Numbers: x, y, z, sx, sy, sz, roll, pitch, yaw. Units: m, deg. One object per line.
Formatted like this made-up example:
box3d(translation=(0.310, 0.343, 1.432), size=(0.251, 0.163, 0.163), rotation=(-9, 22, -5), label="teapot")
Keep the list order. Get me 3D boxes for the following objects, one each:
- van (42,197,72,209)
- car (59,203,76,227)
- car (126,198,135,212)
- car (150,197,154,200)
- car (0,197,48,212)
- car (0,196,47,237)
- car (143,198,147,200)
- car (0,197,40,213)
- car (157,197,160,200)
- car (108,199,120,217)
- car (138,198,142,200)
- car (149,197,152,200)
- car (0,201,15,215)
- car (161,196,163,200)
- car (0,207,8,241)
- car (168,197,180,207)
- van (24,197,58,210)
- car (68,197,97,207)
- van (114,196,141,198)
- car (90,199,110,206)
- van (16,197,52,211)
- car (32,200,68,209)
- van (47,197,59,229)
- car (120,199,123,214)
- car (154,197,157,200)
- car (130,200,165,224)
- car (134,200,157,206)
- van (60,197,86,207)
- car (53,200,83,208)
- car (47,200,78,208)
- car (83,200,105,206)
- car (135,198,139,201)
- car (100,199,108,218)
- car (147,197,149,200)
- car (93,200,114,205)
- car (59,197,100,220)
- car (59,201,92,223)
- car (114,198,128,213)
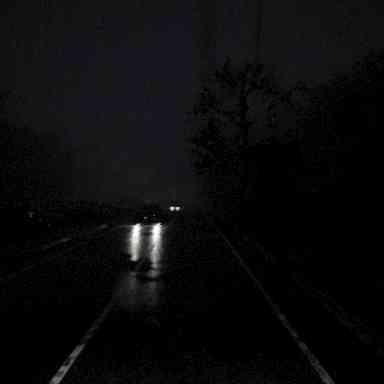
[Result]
box3d(translation=(-23.286, 1.862, 57.553), size=(4.442, 1.987, 1.878), rotation=(0, -1, 0), label="van")
box3d(translation=(-10.322, 1.597, 21.384), size=(4.674, 1.452, 2.002), rotation=(0, -1, 0), label="car")
box3d(translation=(-10.131, 1.839, 40.816), size=(5.366, 1.575, 1.946), rotation=(0, -1, 0), label="car")
box3d(translation=(-10.499, 2.185, 63.015), size=(5.366, 1.575, 1.946), rotation=(0, -1, 0), label="car")
box3d(translation=(-23.368, 1.672, 46.459), size=(5.566, 2.045, 2.435), rotation=(0, -1, 0), label="car")
box3d(translation=(-10.348, 1.225, 15.837), size=(5.566, 2.045, 2.435), rotation=(0, -1, 0), label="car")
box3d(translation=(-10.344, 2.075, 54.696), size=(4.792, 1.488, 2.163), rotation=(0, -1, 0), label="car")
box3d(translation=(-23.368, 1.631, 43.689), size=(5.566, 2.045, 2.435), rotation=(0, -1, 0), label="car")
box3d(translation=(-10.127, 2.371, 71.339), size=(5.366, 1.575, 1.946), rotation=(0, -1, 0), label="car")
box3d(translation=(-10.132, 1.717, 32.489), size=(5.366, 1.575, 1.946), rotation=(0, -1, 0), label="car")
box3d(translation=(-10.287, 1.993, 49.143), size=(4.792, 1.488, 2.163), rotation=(0, -1, 0), label="car")
box3d(translation=(-10.308, 2.136, 60.248), size=(4.892, 1.521, 2.231), rotation=(0, -1, 0), label="car")
box3d(translation=(-23.391, 1.801, 38.144), size=(5.008, 1.535, 2.097), rotation=(0, -1, 0), label="car")
box3d(translation=(-10.340, 2.317, 79.671), size=(5.566, 2.045, 2.435), rotation=(0, -1, 0), label="car")
box3d(translation=(-10.350, 1.495, 13.083), size=(4.792, 1.488, 2.163), rotation=(0, 0, 0), label="car")
box3d(translation=(-3.398, 2.289, 67.579), size=(2.128, 1.511, 4.902), rotation=(0, -1, 0), label="car")
box3d(translation=(-23.512, 1.778, 51.998), size=(4.442, 1.987, 1.878), rotation=(0, -1, 0), label="van")
box3d(translation=(-23.421, 2.122, 71.378), size=(5.566, 2.045, 2.435), rotation=(0, -1, 0), label="car")
box3d(translation=(-10.432, 1.779, 51.923), size=(4.442, 1.987, 1.878), rotation=(0, -1, 0), label="van")
box3d(translation=(-23.422, 2.568, 85.097), size=(4.553, 1.767, 2.185), rotation=(0, -1, 0), label="car")
box3d(translation=(-23.279, 1.738, 49.228), size=(4.442, 1.987, 1.878), rotation=(0, -1, 0), label="van")
box3d(translation=(-23.400, 2.044, 54.764), size=(5.008, 1.535, 2.097), rotation=(0, -1, 0), label="car")
box3d(translation=(-10.203, 1.291, 18.612), size=(4.442, 1.987, 1.878), rotation=(0, -1, 0), label="van")
box3d(translation=(-10.311, 1.762, 35.265), size=(4.892, 1.521, 2.231), rotation=(0, -1, 0), label="car")
box3d(translation=(-10.128, 2.241, 65.667), size=(5.366, 1.575, 1.946), rotation=(0, -1, 0), label="car")
box3d(translation=(-3.371, 1.649, 26.356), size=(1.837, 1.490, 4.892), rotation=(0, -1, 0), label="car")
box3d(translation=(-10.319, 2.440, 74.114), size=(4.892, 1.521, 2.231), rotation=(0, -1, 0), label="car")
box3d(translation=(-23.510, 2.017, 65.715), size=(4.442, 1.987, 1.878), rotation=(0, -1, 0), label="van")
box3d(translation=(-23.423, 2.214, 62.939), size=(4.792, 1.488, 2.163), rotation=(0, -1, 0), label="car")
box3d(translation=(-23.423, 2.164, 60.300), size=(4.792, 1.488, 2.163), rotation=(0, -1, 0), label="car")
box3d(translation=(-23.389, 2.607, 79.679), size=(4.674, 1.452, 2.002), rotation=(0, -1, 0), label="car")
box3d(translation=(-10.287, 1.953, 46.368), size=(4.792, 1.488, 2.163), rotation=(0, -1, 0), label="car")
box3d(translation=(-10.287, 1.554, 29.714), size=(4.553, 1.767, 2.185), rotation=(0, -1, 0), label="car")
box3d(translation=(-10.346, 1.963, 57.471), size=(4.553, 1.767, 2.185), rotation=(0, -1, 0), label="car")
box3d(translation=(-23.385, 2.758, 87.864), size=(5.008, 1.535, 2.097), rotation=(0, -1, 0), label="car")
box3d(translation=(-10.287, 1.513, 26.939), size=(4.553, 1.767, 2.185), rotation=(0, -1, 0), label="car")
box3d(translation=(-10.313, 1.598, 24.161), size=(5.008, 1.535, 2.097), rotation=(0, -1, 0), label="car")
box3d(translation=(-10.324, 1.802, 38.040), size=(4.892, 1.521, 2.231), rotation=(0, -1, 0), label="car")
